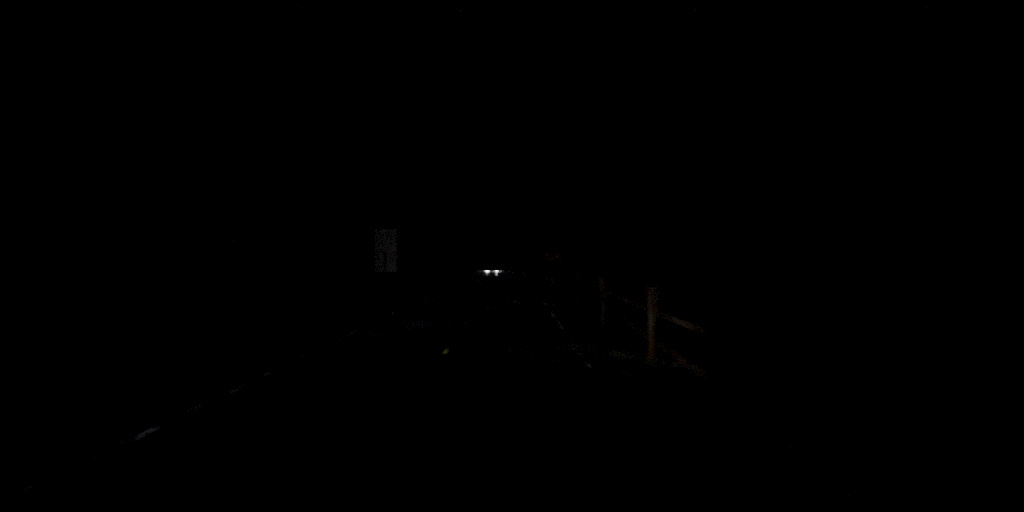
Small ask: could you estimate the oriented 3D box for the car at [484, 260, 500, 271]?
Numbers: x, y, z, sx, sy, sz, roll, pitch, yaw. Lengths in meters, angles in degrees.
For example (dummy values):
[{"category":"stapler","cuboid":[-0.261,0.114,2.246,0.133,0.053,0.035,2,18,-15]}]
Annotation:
[{"category":"car","cuboid":[-2.735,1.288,49.442,1.994,1.385,4.181,0,1,0]}]
